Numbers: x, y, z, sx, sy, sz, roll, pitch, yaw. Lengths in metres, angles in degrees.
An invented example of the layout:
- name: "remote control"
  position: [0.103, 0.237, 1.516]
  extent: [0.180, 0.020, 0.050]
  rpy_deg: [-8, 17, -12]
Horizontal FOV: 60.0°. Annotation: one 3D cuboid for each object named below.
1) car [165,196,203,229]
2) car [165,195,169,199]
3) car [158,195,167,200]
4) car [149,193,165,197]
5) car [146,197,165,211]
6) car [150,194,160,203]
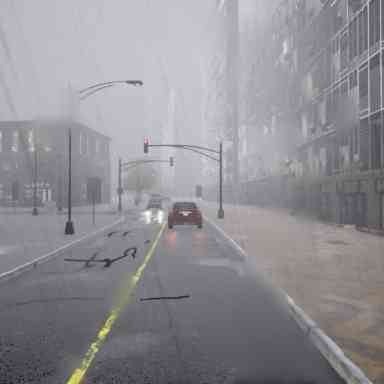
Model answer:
- name: "car"
  position: [-0.533, 1.356, 21.928]
  extent: [2.097, 1.767, 4.553]
  rpy_deg: [0, 0, -4]
- name: "car"
  position: [-6.063, 1.454, 77.371]
  extent: [1.882, 1.535, 5.008]
  rpy_deg: [0, 0, -9]
- name: "car"
  position: [-7.787, 1.404, 87.671]
  extent: [1.895, 1.301, 4.718]
  rpy_deg: [0, 0, -11]
- name: "car"
  position: [-6.227, 1.209, 57.481]
  extent: [2.150, 2.045, 5.566]
  rpy_deg: [0, 0, -6]
- name: "car"
  position: [-4.633, 1.597, 41.316]
  extent: [1.895, 1.301, 4.718]
  rpy_deg: [0, 0, -5]
- name: "car"
  position: [-7.927, 1.337, 71.310]
  extent: [2.097, 1.767, 4.553]
  rpy_deg: [0, 0, -8]
